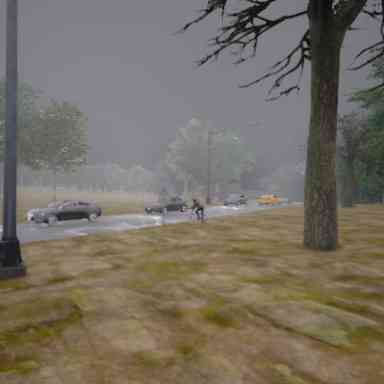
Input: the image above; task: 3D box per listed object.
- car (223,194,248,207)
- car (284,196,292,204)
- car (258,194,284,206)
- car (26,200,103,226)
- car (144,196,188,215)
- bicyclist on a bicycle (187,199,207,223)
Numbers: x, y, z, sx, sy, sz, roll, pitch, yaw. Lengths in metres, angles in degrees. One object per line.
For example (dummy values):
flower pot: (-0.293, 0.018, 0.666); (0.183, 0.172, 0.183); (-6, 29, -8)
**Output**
car: (5.637, 1.024, 42.377); (1.837, 1.490, 4.892); (1, 1, 29)
car: (15.000, 1.266, 53.853); (1.895, 1.301, 4.718); (1, 0, 23)
car: (10.383, 1.070, 44.489); (1.882, 1.535, 5.008); (1, 1, 28)
car: (-8.145, 1.264, 21.605); (2.128, 1.511, 4.902); (2, 2, 37)
car: (-2.247, 1.148, 29.746); (1.837, 1.490, 4.892); (2, 2, 33)
bicyclist on a bicycle: (0.299, 1.277, 22.135); (1.656, 1.620, 0.582); (0, 0, 36)
